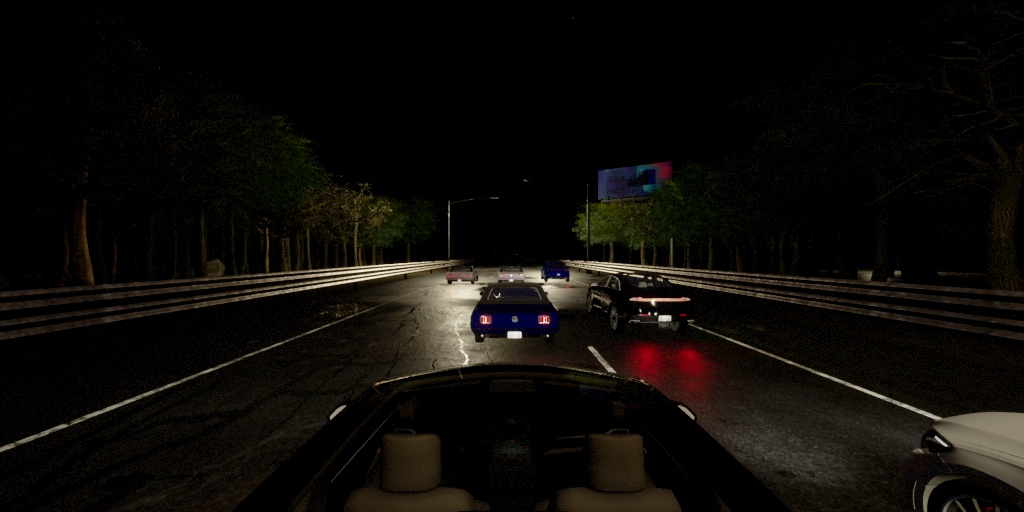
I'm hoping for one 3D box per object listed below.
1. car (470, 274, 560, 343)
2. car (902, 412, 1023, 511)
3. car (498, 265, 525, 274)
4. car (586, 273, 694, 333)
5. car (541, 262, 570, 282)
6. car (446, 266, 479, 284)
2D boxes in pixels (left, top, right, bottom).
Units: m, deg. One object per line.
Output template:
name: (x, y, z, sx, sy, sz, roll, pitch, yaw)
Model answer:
car: (0.053, 1.351, 9.664, 1.895, 1.301, 4.718, 0, 0, 0)
car: (3.622, 1.276, 0.478, 1.812, 1.442, 4.674, 0, 0, 0)
car: (-0.047, 1.351, 26.504, 1.895, 1.301, 4.718, 0, 0, 0)
car: (3.548, 1.242, 10.787, 2.128, 1.511, 4.902, 0, 0, 0)
car: (3.438, 1.228, 29.095, 1.882, 1.535, 5.008, 0, 0, -1)
car: (-3.548, 1.351, 26.434, 1.895, 1.301, 4.718, 0, 0, 0)
